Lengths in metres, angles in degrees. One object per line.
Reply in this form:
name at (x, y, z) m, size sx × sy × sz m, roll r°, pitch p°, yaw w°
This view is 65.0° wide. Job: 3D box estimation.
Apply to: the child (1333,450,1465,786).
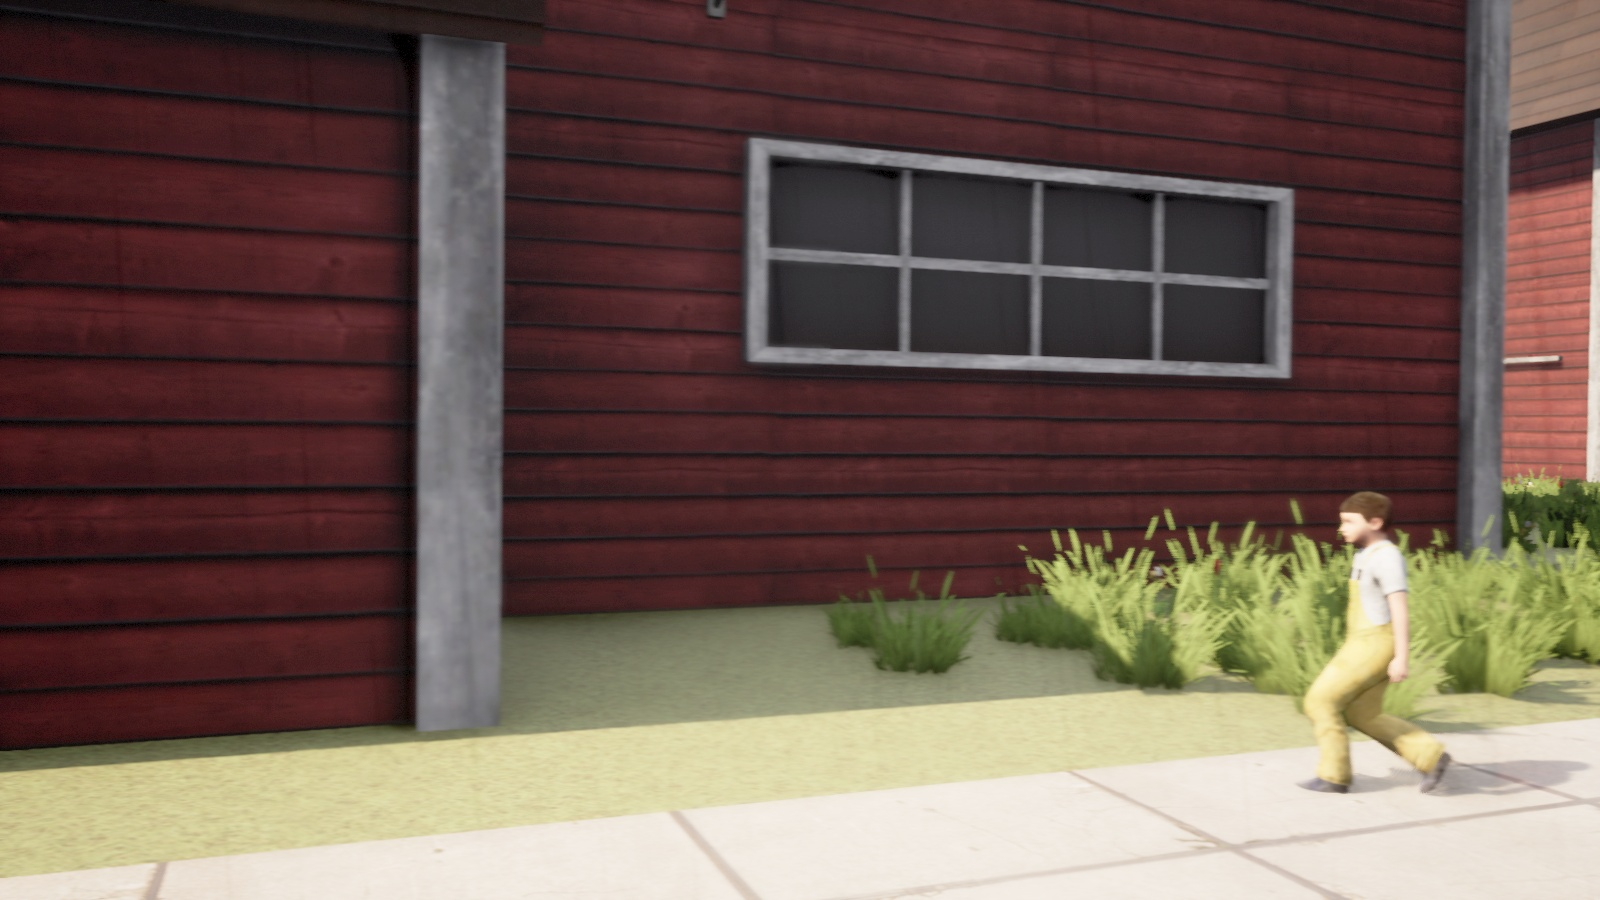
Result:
child at (2.340, 0.636, 4.926) m, size 0.437 × 1.263 × 0.270 m, roll 0°, pitch 1°, yaw 19°
